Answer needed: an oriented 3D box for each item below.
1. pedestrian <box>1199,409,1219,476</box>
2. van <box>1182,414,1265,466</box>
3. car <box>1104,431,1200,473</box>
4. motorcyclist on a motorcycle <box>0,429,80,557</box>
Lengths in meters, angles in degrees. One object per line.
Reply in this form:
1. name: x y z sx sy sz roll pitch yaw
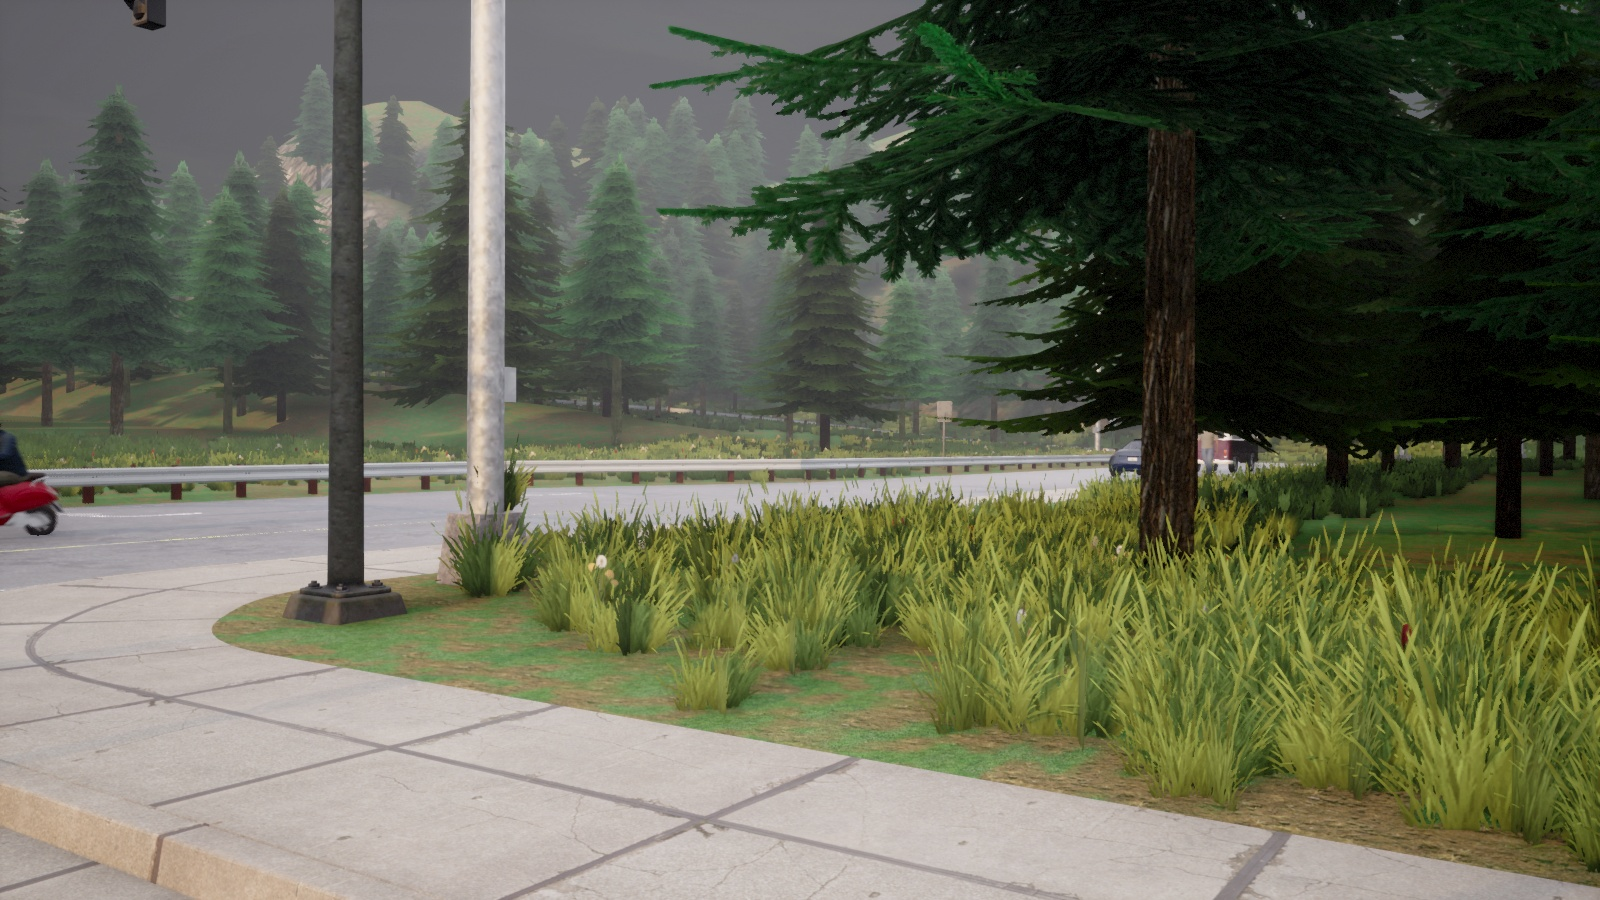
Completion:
1. pedestrian: 11.302 -0.210 34.713 0.354 1.836 0.706 0 1 33
2. van: 17.456 -0.436 51.694 2.069 2.038 4.480 0 1 35
3. car: 12.544 0.046 44.617 1.994 1.385 4.181 0 1 35
4. motorcyclist on a motorcycle: -10.307 0.534 15.920 0.866 1.590 1.817 0 1 33
